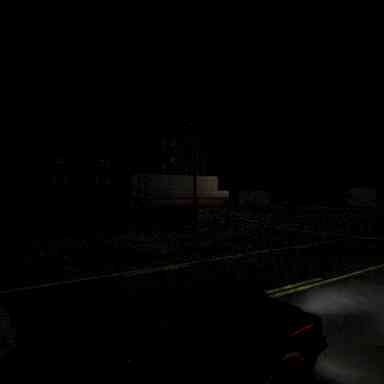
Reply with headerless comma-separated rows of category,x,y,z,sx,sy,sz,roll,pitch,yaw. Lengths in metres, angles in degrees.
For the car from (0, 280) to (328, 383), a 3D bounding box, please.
car,-0.777,1.601,3.210,4.718,1.301,1.895,0,0,-36
